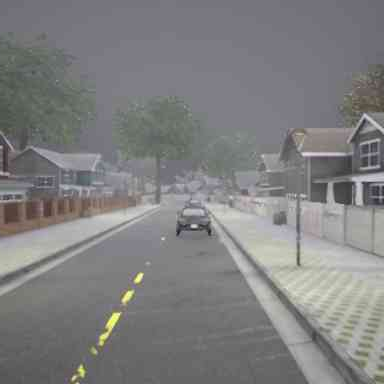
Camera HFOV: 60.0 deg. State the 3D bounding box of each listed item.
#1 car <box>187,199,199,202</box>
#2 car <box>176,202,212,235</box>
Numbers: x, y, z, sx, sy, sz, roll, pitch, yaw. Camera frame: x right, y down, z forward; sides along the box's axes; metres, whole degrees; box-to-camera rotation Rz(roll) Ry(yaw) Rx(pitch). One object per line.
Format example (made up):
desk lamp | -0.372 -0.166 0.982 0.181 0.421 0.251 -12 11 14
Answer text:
car | 0.101 1.522 38.561 1.812 1.442 4.674 0 0 0
car | 0.101 1.507 18.628 1.812 1.442 4.674 0 0 0
